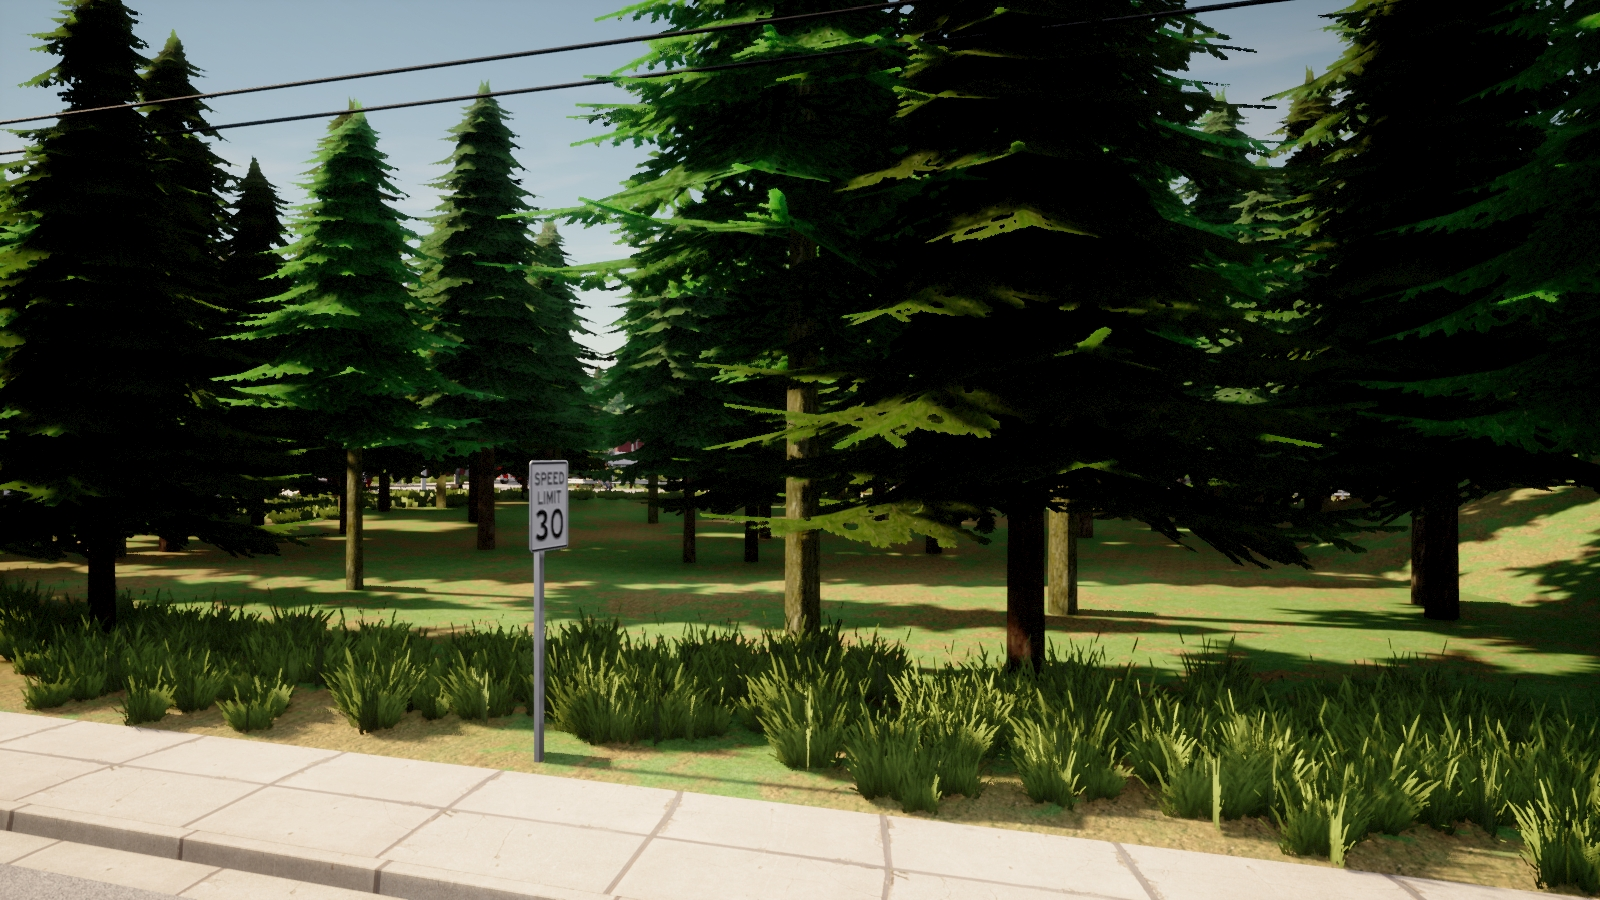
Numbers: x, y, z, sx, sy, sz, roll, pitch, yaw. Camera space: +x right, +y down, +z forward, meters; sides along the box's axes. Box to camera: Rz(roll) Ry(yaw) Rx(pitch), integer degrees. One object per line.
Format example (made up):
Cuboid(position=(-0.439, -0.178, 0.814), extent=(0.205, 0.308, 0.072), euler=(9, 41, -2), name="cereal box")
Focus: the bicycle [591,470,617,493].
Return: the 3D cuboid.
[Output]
Cuboid(position=(-12.802, 2.029, 74.744), extent=(1.643, 1.496, 0.373), euler=(0, 0, 10), name="bicycle")
